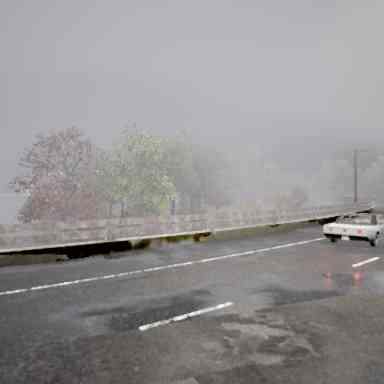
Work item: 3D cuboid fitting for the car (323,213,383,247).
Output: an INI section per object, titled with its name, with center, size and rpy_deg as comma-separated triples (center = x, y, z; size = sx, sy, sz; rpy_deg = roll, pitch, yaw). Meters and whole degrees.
[car]
center = 7.883, 1.614, 15.142
size = 4.718, 1.301, 1.895
rpy_deg = 0, 0, -44
